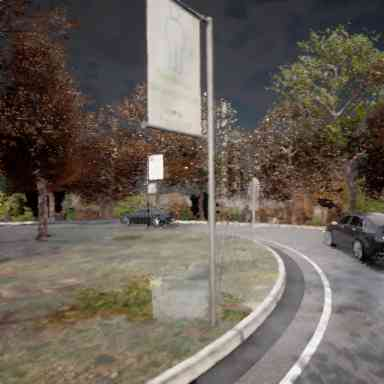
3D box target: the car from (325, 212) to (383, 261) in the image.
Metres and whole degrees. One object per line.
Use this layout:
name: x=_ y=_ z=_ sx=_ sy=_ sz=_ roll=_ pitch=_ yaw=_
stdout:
car: x=6.459 y=1.510 z=12.242 sx=1.837 sy=1.490 sz=4.892 roll=1 pitch=0 yaw=4

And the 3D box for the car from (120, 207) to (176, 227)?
car: x=-3.746 y=2.043 z=27.750 sx=4.892 sy=1.490 sz=1.837 roll=-1 pitch=-3 yaw=24
